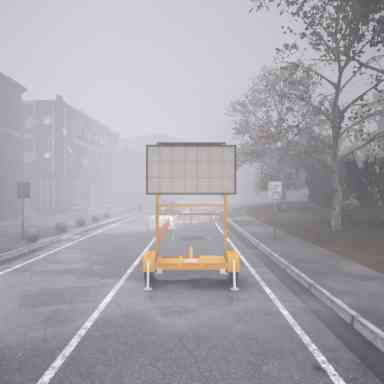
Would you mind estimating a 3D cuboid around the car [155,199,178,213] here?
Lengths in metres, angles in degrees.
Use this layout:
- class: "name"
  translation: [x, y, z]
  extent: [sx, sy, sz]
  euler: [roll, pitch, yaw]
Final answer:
- class: "car"
  translation: [-2.692, 1.504, 35.615]
  extent: [2.128, 1.511, 4.902]
  euler: [0, 0, 6]

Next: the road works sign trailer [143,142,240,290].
- class: "road works sign trailer"
  translation: [-0.022, 0.467, 9.028]
  extent: [2.380, 3.560, 2.880]
  euler: [0, 0, 0]

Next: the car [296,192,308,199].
- class: "car"
  translation: [26.689, 0.843, 78.456]
  extent: [4.902, 1.511, 2.128]
  euler: [-2, 0, -30]
